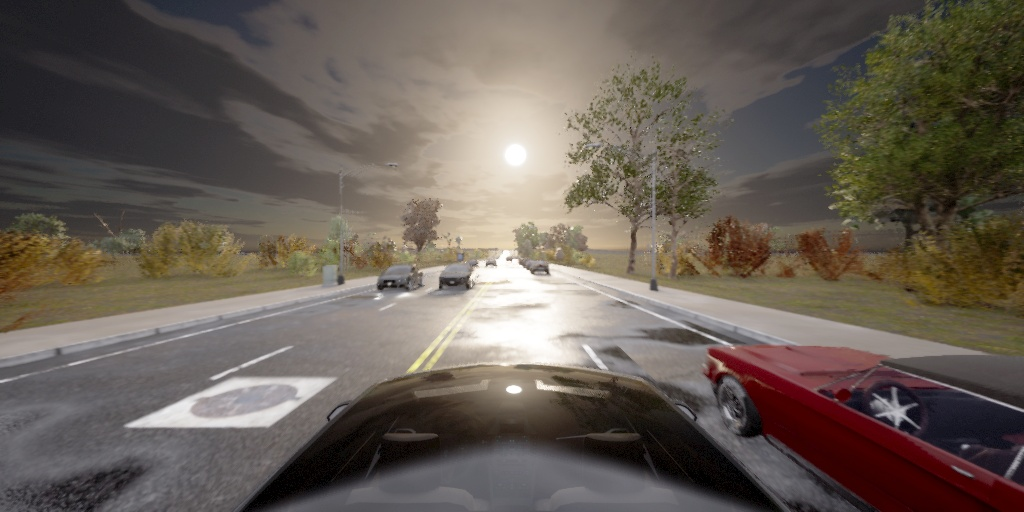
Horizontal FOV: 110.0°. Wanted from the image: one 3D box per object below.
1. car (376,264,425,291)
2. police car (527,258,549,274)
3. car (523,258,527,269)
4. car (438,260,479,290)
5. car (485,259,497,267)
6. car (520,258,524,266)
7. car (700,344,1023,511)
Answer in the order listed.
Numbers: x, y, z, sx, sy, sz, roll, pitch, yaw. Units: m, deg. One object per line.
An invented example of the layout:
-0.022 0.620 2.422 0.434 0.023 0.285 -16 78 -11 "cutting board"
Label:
-6.620 1.252 21.771 1.837 1.490 4.892 0 0 0 "car"
3.115 1.235 41.183 2.038 1.542 4.974 0 0 0 "police car"
3.021 1.244 52.193 1.812 1.442 4.674 0 0 -1 "car"
-3.377 1.223 22.718 1.882 1.535 5.008 0 0 0 "car"
-3.619 1.278 63.770 1.994 1.385 4.181 0 0 0 "car"
2.903 1.133 63.204 2.033 1.649 4.856 0 0 -1 "car"
3.350 1.349 2.471 1.895 1.301 4.718 0 0 0 "car"
